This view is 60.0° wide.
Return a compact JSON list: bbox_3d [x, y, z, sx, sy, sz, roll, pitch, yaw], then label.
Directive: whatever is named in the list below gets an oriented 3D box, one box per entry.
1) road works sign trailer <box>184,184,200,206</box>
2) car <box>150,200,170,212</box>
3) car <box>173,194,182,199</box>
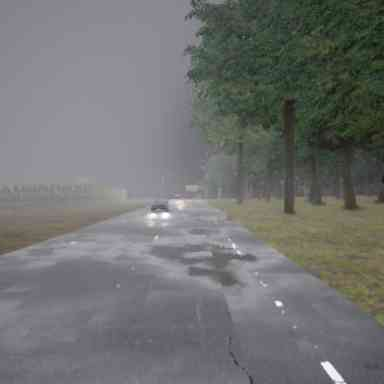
[{"bbox_3d":[0.008,0.410,55.135,2.380,3.560,2.880,0,0,1],"label":"road works sign trailer"},{"bbox_3d":[-3.588,1.549,37.808,1.895,1.301,4.718,0,0,0],"label":"car"},{"bbox_3d":[-3.490,1.109,78.583,1.882,1.535,5.008,0,0,0],"label":"car"}]
